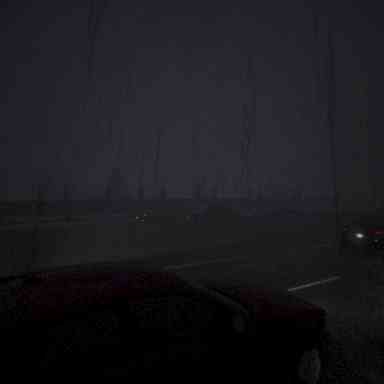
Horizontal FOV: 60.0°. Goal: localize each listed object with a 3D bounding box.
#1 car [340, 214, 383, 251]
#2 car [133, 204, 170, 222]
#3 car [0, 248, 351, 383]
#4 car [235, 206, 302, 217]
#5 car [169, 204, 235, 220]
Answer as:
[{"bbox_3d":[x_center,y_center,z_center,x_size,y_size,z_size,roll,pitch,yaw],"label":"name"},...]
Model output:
[{"bbox_3d":[7.847,1.568,13.224,4.181,1.385,1.994,0,0,-32],"label":"car"},{"bbox_3d":[-2.028,1.568,23.707,4.181,1.385,1.994,0,0,-32],"label":"car"},{"bbox_3d":[-0.663,1.478,3.273,5.008,1.535,1.882,0,0,-36],"label":"car"},{"bbox_3d":[4.999,1.569,19.865,4.181,1.385,1.994,0,0,-31],"label":"car"},{"bbox_3d":[1.179,1.530,21.616,4.674,1.442,1.812,0,0,-32],"label":"car"}]
